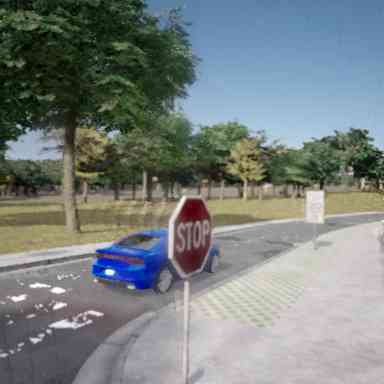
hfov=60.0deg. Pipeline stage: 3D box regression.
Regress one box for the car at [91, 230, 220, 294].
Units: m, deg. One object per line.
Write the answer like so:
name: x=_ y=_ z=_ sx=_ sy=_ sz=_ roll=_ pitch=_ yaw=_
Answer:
car: x=-0.798 y=1.908 z=10.248 sx=1.882 sy=1.535 sz=5.008 roll=1 pitch=-2 yaw=29
